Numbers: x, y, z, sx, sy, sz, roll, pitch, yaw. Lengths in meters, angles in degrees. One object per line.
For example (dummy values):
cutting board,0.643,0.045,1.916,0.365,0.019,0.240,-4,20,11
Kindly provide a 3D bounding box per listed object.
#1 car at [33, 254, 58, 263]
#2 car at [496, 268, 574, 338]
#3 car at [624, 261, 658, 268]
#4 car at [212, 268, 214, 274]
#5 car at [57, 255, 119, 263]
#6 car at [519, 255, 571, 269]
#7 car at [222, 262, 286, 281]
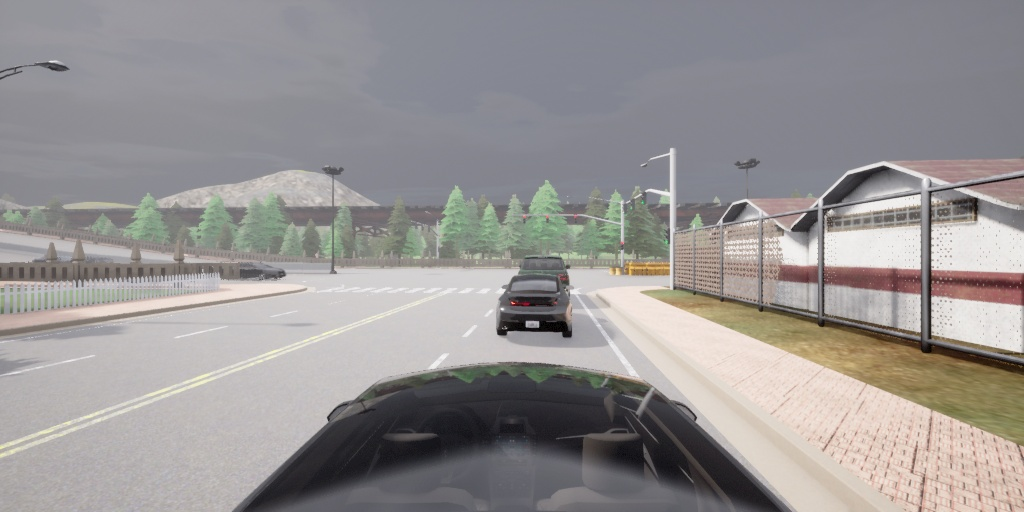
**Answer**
car,-43.856,0.619,34.975,4.674,1.442,1.812,4,0,4
car,0.706,1.255,10.289,1.837,1.490,4.892,0,0,6
car,15.786,1.351,41.499,4.718,1.301,1.895,0,0,4
car,-25.595,1.342,33.656,4.718,1.301,1.895,0,0,4
car,-35.448,0.928,30.846,4.553,1.767,2.097,2,0,4
car,1.467,0.971,16.300,2.150,2.045,5.566,0,0,7
car,-21.418,1.255,29.820,4.892,1.490,1.837,0,0,5
